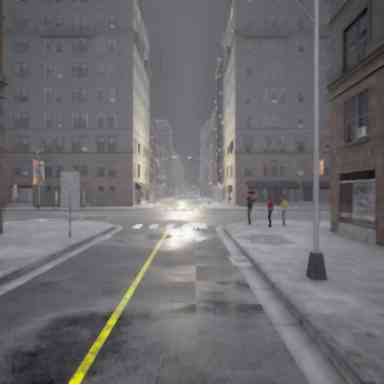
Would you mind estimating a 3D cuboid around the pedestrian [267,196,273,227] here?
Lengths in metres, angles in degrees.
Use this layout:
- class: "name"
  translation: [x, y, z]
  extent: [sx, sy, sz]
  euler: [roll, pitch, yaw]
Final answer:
- class: "pedestrian"
  translation: [4.500, 1.105, 19.332]
  extent: [0.375, 1.860, 0.375]
  euler: [0, 0, 0]

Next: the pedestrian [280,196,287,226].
- class: "pedestrian"
  translation: [5.500, 1.105, 19.932]
  extent: [0.375, 1.860, 0.375]
  euler: [0, 0, 0]

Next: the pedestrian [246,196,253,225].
- class: "pedestrian"
  translation: [3.500, 1.103, 20.531]
  extent: [0.375, 1.860, 0.375]
  euler: [0, 0, 0]
